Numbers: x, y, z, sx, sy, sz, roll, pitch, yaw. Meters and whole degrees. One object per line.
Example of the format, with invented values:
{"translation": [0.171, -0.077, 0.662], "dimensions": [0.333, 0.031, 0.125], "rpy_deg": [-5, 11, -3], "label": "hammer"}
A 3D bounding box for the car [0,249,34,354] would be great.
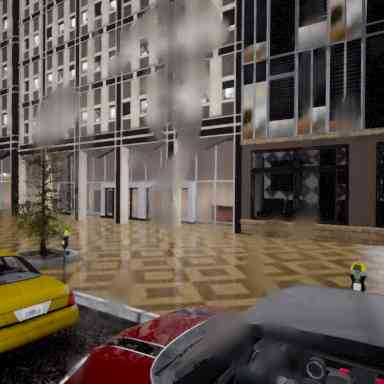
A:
{"translation": [-3.955, 1.524, 5.687], "dimensions": [4.829, 1.417, 1.752], "rpy_deg": [0, 1, 36], "label": "car"}

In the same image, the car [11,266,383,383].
{"translation": [0.810, 1.440, 2.287], "dimensions": [4.097, 1.590, 1.967], "rpy_deg": [0, 1, 36], "label": "car"}
